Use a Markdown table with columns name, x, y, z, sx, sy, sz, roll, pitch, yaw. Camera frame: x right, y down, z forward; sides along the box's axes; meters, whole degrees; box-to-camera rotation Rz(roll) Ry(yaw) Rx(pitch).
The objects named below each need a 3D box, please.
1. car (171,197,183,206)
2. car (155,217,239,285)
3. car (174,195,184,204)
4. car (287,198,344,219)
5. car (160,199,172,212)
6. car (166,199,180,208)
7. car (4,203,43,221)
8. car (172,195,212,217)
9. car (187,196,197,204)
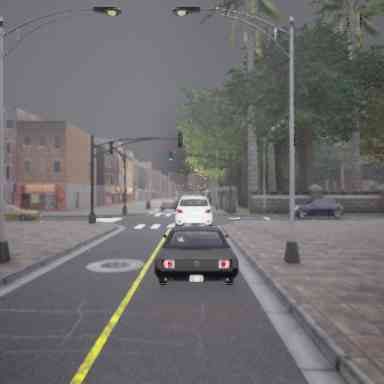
| name | x | y | z | sx | sy | sz | roll | pitch | yaw |
| --- | --- | --- | --- | --- | --- | --- | --- | --- | --- |
| car | -2.761 | 1.618 | 60.609 | 1.882 | 1.535 | 5.008 | 0 | 0 | 1 |
| car | 0.104 | 1.618 | 9.534 | 1.895 | 1.301 | 4.718 | 0 | 0 | 0 |
| car | -2.699 | 1.497 | 70.744 | 2.097 | 1.767 | 4.553 | 0 | 0 | 0 |
| car | 10.746 | 1.380 | 29.165 | 4.553 | 1.767 | 2.097 | 0 | 0 | -1 |
| car | -2.817 | 1.618 | 41.320 | 1.812 | 1.442 | 4.674 | 0 | 0 | 0 |
| car | -2.805 | 1.716 | 50.496 | 1.895 | 1.301 | 4.718 | 0 | 0 | 0 |
| car | -14.422 | 1.607 | 26.432 | 4.829 | 1.417 | 1.752 | 0 | 0 | 0 |
| car | 0.120 | 1.263 | 21.325 | 2.150 | 2.045 | 5.566 | 0 | 0 | 0 |
| car | 0.052 | 1.695 | 71.186 | 2.128 | 1.511 | 4.902 | 0 | 0 | 0 |
